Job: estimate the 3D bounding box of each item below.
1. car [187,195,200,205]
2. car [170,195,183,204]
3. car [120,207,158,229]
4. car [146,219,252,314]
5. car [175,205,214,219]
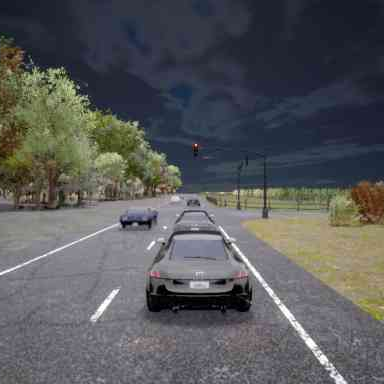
[{"bbox_3d":[0.248,1.357,56.175,2.097,1.767,4.553,0,0,-1],"label":"car"},{"bbox_3d":[-3.265,1.529,65.674,1.812,1.442,4.674,0,0,0],"label":"car"},{"bbox_3d":[-3.352,1.606,21.904,1.895,1.301,4.718,0,0,0],"label":"car"},{"bbox_3d":[0.118,1.566,7.719,1.994,1.385,4.181,0,0,0],"label":"car"},{"bbox_3d":[0.132,1.568,16.119,1.994,1.385,4.181,0,0,0],"label":"car"}]
